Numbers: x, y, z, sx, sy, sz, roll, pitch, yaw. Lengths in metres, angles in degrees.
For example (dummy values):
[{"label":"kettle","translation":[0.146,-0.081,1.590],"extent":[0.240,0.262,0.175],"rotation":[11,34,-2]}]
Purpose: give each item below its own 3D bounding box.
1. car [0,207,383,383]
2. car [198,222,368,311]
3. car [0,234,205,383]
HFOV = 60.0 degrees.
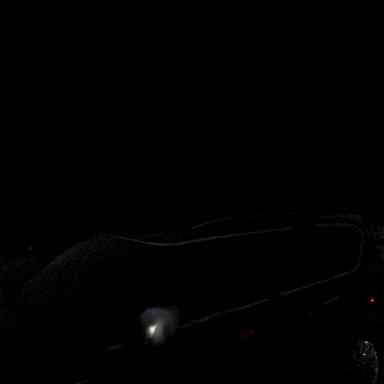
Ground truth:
[{"label":"car","translation":[-0.177,1.221,3.254],"extent":[5.566,2.045,2.150],"rotation":[0,0,-35]},{"label":"car","translation":[2.365,1.582,8.220],"extent":[4.206,1.307,1.802],"rotation":[0,0,-35]},{"label":"car","translation":[-2.115,1.566,5.027],"extent":[4.313,1.339,1.947],"rotation":[0,0,-35]}]
